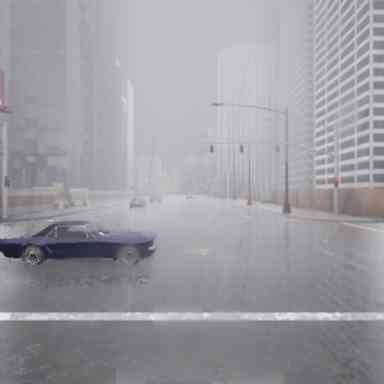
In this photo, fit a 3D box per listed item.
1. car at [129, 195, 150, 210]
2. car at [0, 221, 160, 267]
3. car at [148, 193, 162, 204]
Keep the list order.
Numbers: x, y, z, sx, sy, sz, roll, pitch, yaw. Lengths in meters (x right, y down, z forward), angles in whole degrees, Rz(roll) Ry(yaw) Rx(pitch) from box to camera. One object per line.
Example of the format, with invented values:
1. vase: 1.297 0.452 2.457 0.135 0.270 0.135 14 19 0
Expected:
1. car: -7.251 1.537 44.677 1.837 1.490 4.892 0 0 0
2. car: -3.436 1.609 10.860 4.718 1.301 1.895 0 0 -1
3. car: -7.243 1.274 67.151 2.150 2.045 5.566 0 0 0
